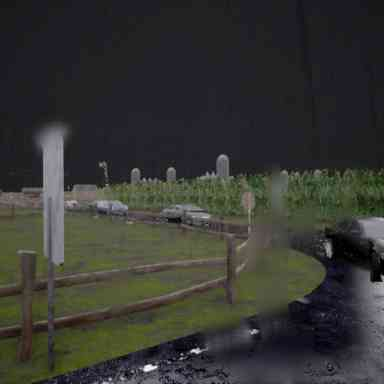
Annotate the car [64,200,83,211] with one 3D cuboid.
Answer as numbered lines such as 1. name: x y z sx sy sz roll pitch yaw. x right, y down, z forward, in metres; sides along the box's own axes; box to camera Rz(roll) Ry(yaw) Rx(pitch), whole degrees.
1. car: -16.746 1.912 46.748 1.812 1.442 4.674 0 0 -35

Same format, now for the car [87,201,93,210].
1. car: -13.174 1.838 46.702 2.128 1.511 4.902 0 0 -35

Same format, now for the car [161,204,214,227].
1. car: -0.410 1.639 23.692 2.128 1.511 4.902 0 0 -35

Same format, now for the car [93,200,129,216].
1. car: -8.231 1.610 34.683 2.097 1.767 4.553 0 0 -35

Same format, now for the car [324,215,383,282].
1. car: 5.541 1.498 9.902 1.882 1.535 5.008 1 -1 4
